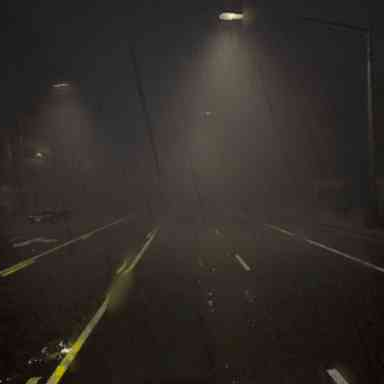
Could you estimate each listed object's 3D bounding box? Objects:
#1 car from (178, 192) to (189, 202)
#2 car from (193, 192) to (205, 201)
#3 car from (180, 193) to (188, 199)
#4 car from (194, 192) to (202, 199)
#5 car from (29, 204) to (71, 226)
[{"bbox_3d":[-1.781,0.991,71.774,2.150,2.045,5.566,-1,1,-1],"label":"car"},{"bbox_3d":[1.725,1.216,71.840,2.033,1.411,5.357,-1,1,-1],"label":"car"},{"bbox_3d":[-2.045,0.959,82.190,1.895,1.301,4.718,-1,2,-1],"label":"car"},{"bbox_3d":[1.452,0.799,82.245,1.812,1.442,4.674,-1,2,-1],"label":"car"},{"bbox_3d":[-11.206,1.756,26.559,2.128,1.511,4.902,-1,0,-1],"label":"car"}]
